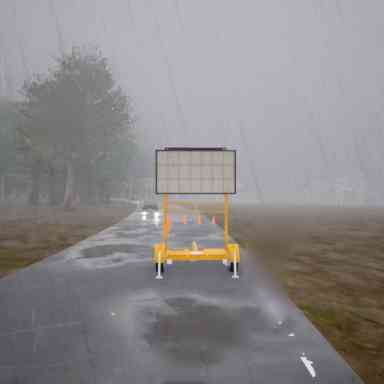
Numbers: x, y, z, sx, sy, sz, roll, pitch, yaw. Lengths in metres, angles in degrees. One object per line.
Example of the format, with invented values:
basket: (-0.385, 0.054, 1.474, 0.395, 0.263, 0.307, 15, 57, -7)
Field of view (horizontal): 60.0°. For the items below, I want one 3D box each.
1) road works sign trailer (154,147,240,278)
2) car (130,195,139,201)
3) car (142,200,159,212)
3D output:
road works sign trailer: (0.109, 0.464, 10.097, 2.380, 3.560, 2.880, 0, 0, -1)
car: (-15.274, 1.624, 87.628, 1.882, 1.535, 5.008, 0, -1, -18)
car: (-4.931, 1.604, 39.431, 1.895, 1.301, 4.718, 0, 0, -7)
